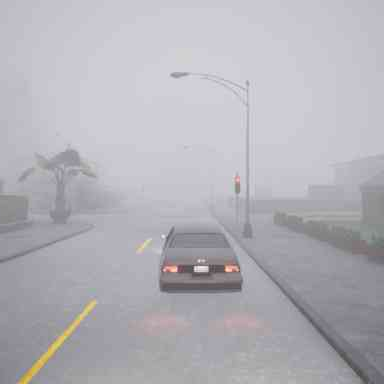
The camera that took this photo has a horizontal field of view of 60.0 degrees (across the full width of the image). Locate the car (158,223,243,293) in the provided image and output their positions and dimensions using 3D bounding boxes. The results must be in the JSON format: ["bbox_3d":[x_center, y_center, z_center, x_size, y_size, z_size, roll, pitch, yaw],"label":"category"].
[{"bbox_3d":[0.114,1.547,8.989,2.033,1.411,5.357,0,0,-2],"label":"car"}]

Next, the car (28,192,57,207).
[{"bbox_3d":[-19.758,0.985,43.904,1.905,1.878,3.866,0,0,35],"label":"car"}]
